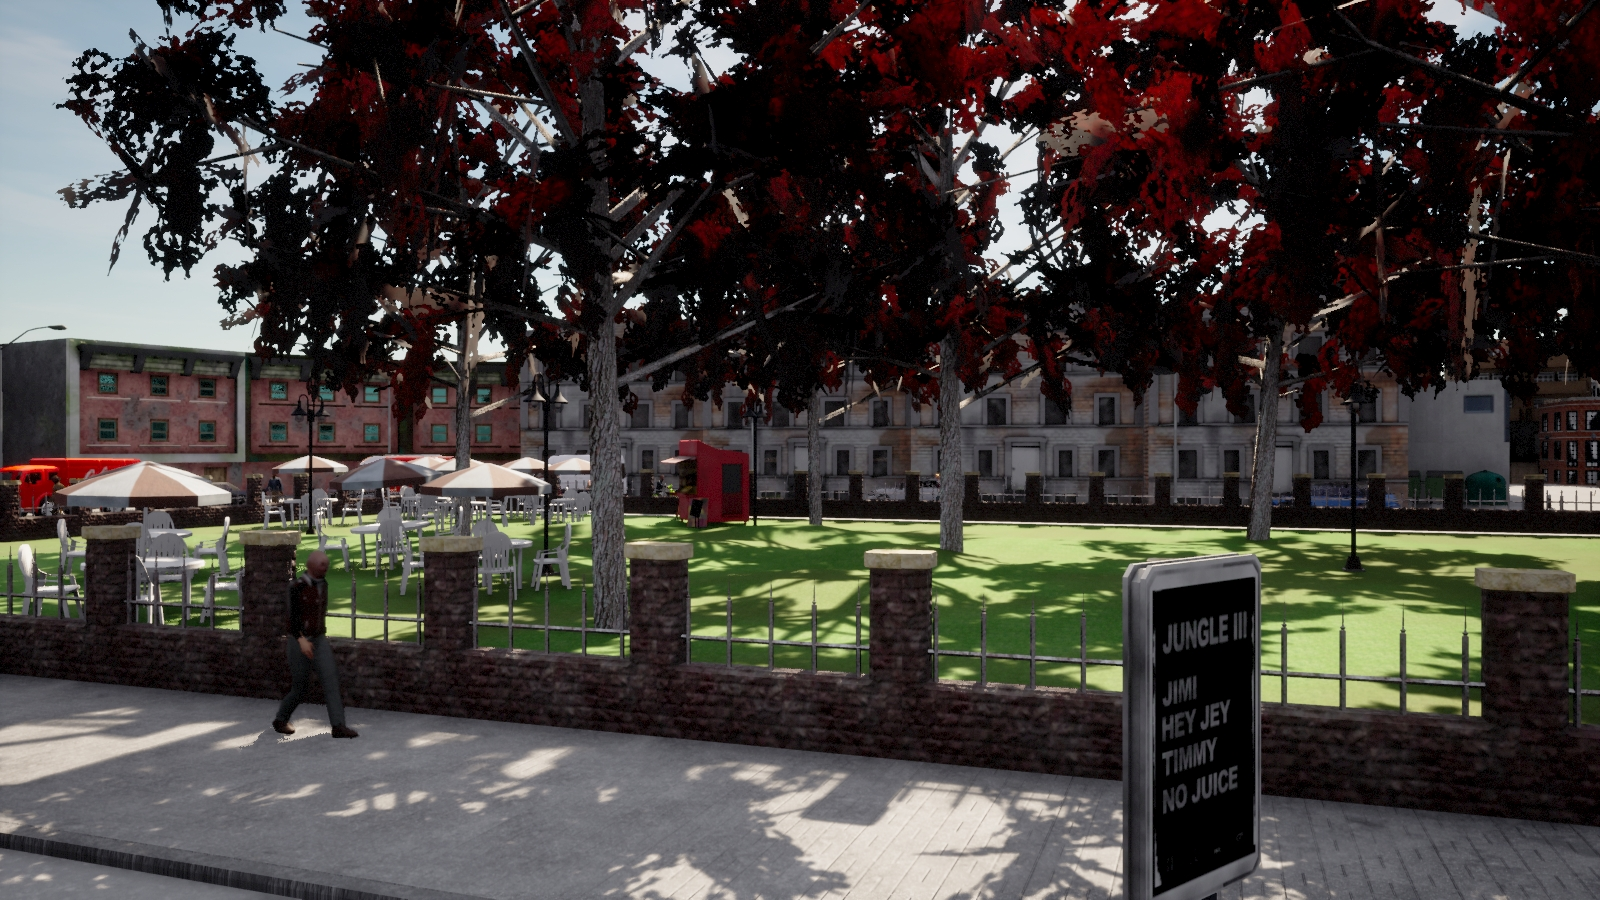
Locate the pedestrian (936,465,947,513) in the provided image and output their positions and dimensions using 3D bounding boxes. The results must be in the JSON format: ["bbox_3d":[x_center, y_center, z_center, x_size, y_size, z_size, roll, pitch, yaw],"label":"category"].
[{"bbox_3d":[5.562,1.525,44.918,0.375,1.860,0.375,0,0,20],"label":"pedestrian"}]

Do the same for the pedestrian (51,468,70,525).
[{"bbox_3d":[-24.245,1.524,37.451,0.375,1.860,0.375,0,0,26],"label":"pedestrian"}]

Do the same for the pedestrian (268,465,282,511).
[{"bbox_3d":[-21.387,1.524,46.555,0.375,1.860,0.375,0,0,8],"label":"pedestrian"}]

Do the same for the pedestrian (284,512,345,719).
[{"bbox_3d":[-4.536,1.523,10.681,0.375,1.860,0.375,0,0,23],"label":"pedestrian"}]

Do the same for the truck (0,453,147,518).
[{"bbox_3d":[-29.813,1.351,46.409,2.627,2.467,5.204,0,0,20],"label":"truck"}]

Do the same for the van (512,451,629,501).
[{"bbox_3d":[-12.170,1.316,60.667,5.915,2.561,1.988,0,0,20],"label":"van"}]

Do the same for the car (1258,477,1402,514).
[{"bbox_3d":[22.248,1.886,48.175,5.357,1.411,2.033,0,0,20],"label":"car"}]
